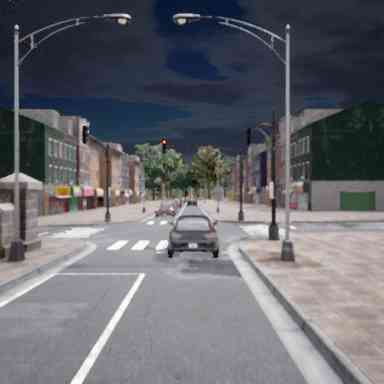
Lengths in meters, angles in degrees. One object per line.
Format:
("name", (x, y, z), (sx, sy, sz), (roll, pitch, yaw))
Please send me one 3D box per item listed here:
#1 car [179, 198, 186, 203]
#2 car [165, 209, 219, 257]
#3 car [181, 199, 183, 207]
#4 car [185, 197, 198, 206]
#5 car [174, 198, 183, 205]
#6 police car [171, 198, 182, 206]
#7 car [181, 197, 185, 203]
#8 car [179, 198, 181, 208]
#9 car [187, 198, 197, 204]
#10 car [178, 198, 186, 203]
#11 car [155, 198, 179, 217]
("car", (-2.648, 2.324, 93.649), (1.947, 1.339, 4.313), (-1, -1, 0))
("car", (0.055, 1.616, 13.203), (1.812, 1.442, 4.674), (0, 0, 0))
("car", (-2.646, 1.898, 44.738), (1.947, 1.339, 4.313), (-1, 0, 0))
("car", (0.050, 1.977, 64.408), (1.882, 1.535, 5.008), (0, -1, 0))
("car", (-3.021, 2.082, 73.487), (1.837, 1.490, 4.892), (0, -1, 0))
("police car", (-3.010, 1.943, 66.598), (1.930, 1.638, 5.238), (0, -1, 0))
("car", (-2.647, 1.968, 55.607), (1.887, 1.381, 4.507), (-1, 0, 0))
("car", (-2.647, 1.728, 39.305), (1.967, 1.590, 4.097), (-1, 0, 0))
("car", (-0.001, 1.958, 74.456), (2.033, 1.411, 5.357), (0, -1, 0))
("car", (-2.648, 2.259, 88.215), (2.008, 1.369, 4.403), (-1, -1, 0))
("car", (-2.647, 1.685, 33.870), (1.967, 1.590, 4.097), (-1, 0, 0))
